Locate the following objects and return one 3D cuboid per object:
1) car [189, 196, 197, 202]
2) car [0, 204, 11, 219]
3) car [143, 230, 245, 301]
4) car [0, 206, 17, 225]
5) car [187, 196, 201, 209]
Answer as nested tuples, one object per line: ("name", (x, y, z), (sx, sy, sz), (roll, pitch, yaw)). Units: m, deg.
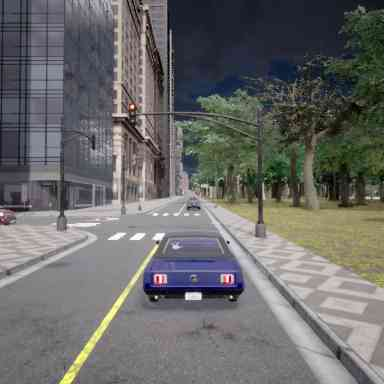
("car", (0.207, 1.801, 81.884), (2.033, 1.411, 5.357), (0, 0, 0))
("car", (-18.935, 1.726, 29.808), (4.313, 1.339, 1.947), (0, -1, 0))
("car", (0.023, 1.607, 8.262), (1.895, 1.301, 4.718), (0, 0, 0))
("car", (-13.491, 1.371, 21.284), (4.097, 1.590, 1.967), (0, -2, -1))
("car", (0.236, 1.650, 45.979), (2.033, 1.411, 5.357), (0, 0, 0))
